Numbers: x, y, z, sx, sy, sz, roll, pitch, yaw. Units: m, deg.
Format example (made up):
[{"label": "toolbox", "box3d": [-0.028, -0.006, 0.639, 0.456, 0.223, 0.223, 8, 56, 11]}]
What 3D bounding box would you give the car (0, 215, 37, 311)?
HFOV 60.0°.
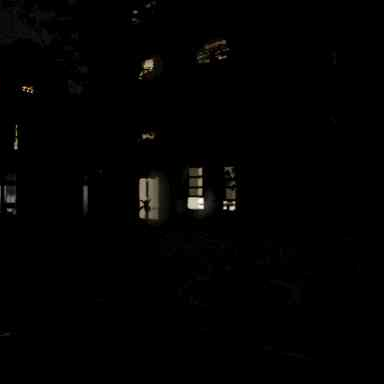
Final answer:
[{"label": "car", "box3d": [-5.051, 1.325, 6.469, 5.009, 1.841, 2.192, 0, 0, 35]}]
